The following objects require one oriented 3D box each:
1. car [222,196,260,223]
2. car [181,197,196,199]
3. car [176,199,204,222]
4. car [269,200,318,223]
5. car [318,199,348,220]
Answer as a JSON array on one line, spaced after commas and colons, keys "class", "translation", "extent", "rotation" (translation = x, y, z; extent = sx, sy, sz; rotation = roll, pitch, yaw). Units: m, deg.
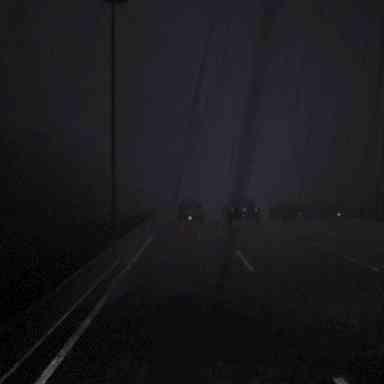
[{"class": "car", "translation": [3.353, 1.169, 23.603], "extent": [2.097, 1.767, 4.553], "rotation": [0, 0, -1]}, {"class": "car", "translation": [-0.457, 1.245, 41.366], "extent": [1.994, 1.385, 4.181], "rotation": [0, 1, -2]}, {"class": "car", "translation": [-0.154, 1.413, 24.209], "extent": [1.895, 1.301, 4.718], "rotation": [0, 0, -1]}, {"class": "car", "translation": [6.854, 1.294, 23.590], "extent": [1.882, 1.535, 5.008], "rotation": [0, 0, -1]}, {"class": "car", "translation": [10.328, 1.304, 25.845], "extent": [1.837, 1.490, 4.892], "rotation": [0, 0, -1]}]
